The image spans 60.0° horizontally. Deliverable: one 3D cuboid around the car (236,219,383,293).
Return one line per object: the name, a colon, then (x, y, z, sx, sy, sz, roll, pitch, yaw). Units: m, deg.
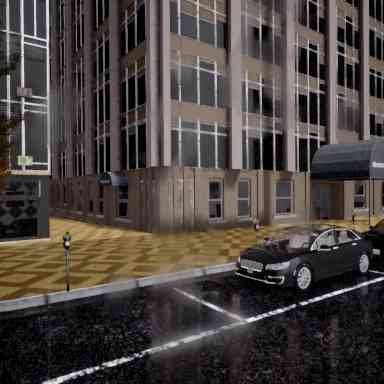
car: (3.086, 1.549, 8.779, 4.403, 1.369, 2.008, 0, -1, -36)
